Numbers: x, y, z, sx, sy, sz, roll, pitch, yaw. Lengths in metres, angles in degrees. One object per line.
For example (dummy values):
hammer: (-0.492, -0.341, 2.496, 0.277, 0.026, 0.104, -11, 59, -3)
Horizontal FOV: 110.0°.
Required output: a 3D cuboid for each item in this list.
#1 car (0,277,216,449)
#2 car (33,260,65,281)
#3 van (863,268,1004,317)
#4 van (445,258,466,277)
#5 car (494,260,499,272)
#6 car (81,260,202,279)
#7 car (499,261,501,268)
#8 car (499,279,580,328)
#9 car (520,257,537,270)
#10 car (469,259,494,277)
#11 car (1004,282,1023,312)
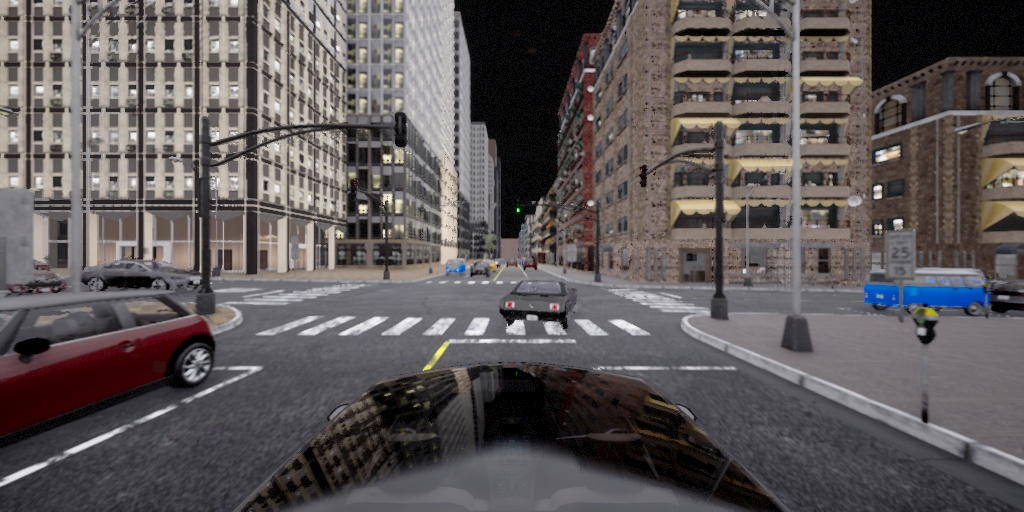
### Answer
car: (-5.691, 1.192, 3.962, 1.967, 1.591, 4.097, 0, 0, 0)
car: (-21.149, 0.833, 14.727, 4.097, 1.591, 1.967, 0, 0, 0)
van: (16.910, 1.469, 14.682, 3.998, 1.789, 1.690, 0, 0, 0)
van: (-5.696, 1.138, 36.436, 1.690, 1.789, 3.998, 0, 0, 0)
car: (-3.088, 1.291, 46.095, 1.882, 1.535, 5.008, 0, 0, 0)
car: (-17.667, 0.951, 17.325, 4.902, 1.511, 2.128, 1, 0, 0)
car: (-3.016, 1.394, 64.855, 2.033, 1.411, 5.357, 0, 0, 0)
car: (1.110, 1.399, 11.712, 1.895, 1.301, 4.718, 1, -1, 15)
car: (2.682, 1.140, 53.091, 2.192, 1.841, 5.009, 0, 0, 0)
car: (-3.091, 1.301, 35.788, 1.837, 1.490, 4.892, 0, 0, 0)
car: (22.450, 1.801, 14.865, 4.313, 1.339, 1.948, 0, 0, 0)
